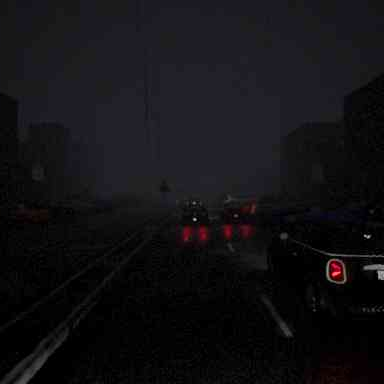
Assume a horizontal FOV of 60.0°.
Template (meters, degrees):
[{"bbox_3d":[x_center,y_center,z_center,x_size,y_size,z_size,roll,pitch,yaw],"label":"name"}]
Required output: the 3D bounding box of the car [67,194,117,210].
[{"bbox_3d":[-12.409,1.265,39.835,5.566,2.045,2.435,0,0,0],"label":"car"}]

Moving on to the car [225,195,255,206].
[{"bbox_3d":[7.897,1.440,55.105,4.553,1.767,2.185,0,0,0],"label":"car"}]

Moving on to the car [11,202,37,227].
[{"bbox_3d":[-12.535,1.517,20.388,4.792,1.488,2.163,0,0,0],"label":"car"}]

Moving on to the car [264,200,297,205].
[{"bbox_3d":[7.727,1.501,22.135,5.008,1.535,2.097,0,0,0],"label":"car"}]

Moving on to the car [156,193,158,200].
[{"bbox_3d":[-12.202,1.556,87.083,4.892,1.521,2.231,0,0,0],"label":"car"}]

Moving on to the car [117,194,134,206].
[{"bbox_3d":[-12.364,1.530,53.733,4.892,1.521,2.231,0,0,0],"label":"car"}]

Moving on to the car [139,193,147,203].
[{"bbox_3d":[-12.131,1.530,64.850,5.366,1.575,1.946,0,0,0],"label":"car"}]

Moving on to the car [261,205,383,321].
[{"bbox_3d":[3.131,1.350,7.447,2.097,1.767,4.553,0,0,0],"label":"car"}]

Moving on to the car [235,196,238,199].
[{"bbox_3d":[7.770,1.576,38.681,4.792,1.488,2.163,0,0,0],"label":"car"}]

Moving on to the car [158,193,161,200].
[{"bbox_3d":[-12.153,1.319,92.642,5.566,2.045,2.435,0,0,0],"label":"car"}]

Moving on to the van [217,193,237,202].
[{"bbox_3d":[8.073,1.338,77.290,4.442,1.987,1.878,0,0,0],"label":"van"}]

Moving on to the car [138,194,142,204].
[{"bbox_3d":[-12.332,1.573,62.071,4.674,1.452,2.002,0,0,0],"label":"car"}]

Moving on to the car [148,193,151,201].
[{"bbox_3d":[-12.271,1.535,73.191,5.008,1.535,2.097,0,0,0],"label":"car"}]

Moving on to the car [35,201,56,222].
[{"bbox_3d":[-12.727,1.489,23.169,5.366,1.575,1.946,0,0,0],"label":"car"}]

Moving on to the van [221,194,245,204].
[{"bbox_3d":[7.784,1.339,63.503,4.442,1.987,1.878,0,0,0],"label":"van"}]

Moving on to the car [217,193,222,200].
[{"bbox_3d":[7.917,1.314,60.744,5.566,2.045,2.435,0,0,0],"label":"car"}]

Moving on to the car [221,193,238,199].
[{"bbox_3d":[7.884,1.313,52.470,5.566,2.045,2.435,0,0,0],"label":"car"}]

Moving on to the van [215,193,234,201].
[{"bbox_3d":[8.095,1.344,82.803,4.442,1.987,1.878,0,0,0],"label":"van"}]

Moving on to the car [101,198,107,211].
[{"bbox_3d":[-12.444,1.514,37.056,4.892,1.521,2.231,0,0,0],"label":"car"}]

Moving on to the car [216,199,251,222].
[{"bbox_3d":[3.211,1.560,26.729,1.812,1.442,4.674,0,0,0],"label":"car"}]

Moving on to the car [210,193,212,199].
[{"bbox_3d":[8.018,1.322,85.562,5.566,2.045,2.435,0,0,0],"label":"car"}]

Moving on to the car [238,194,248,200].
[{"bbox_3d":[7.749,1.281,33.166,5.566,2.045,2.435,0,0,0],"label":"car"}]

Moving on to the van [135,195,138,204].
[{"bbox_3d":[-12.460,1.306,59.293,4.442,1.987,1.878,0,0,0],"label":"van"}]

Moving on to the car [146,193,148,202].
[{"bbox_3d":[-12.321,1.408,70.409,4.553,1.767,2.185,0,0,0],"label":"car"}]

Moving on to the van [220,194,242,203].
[{"bbox_3d":[8.039,1.336,69.017,4.442,1.987,1.878,0,0,0],"label":"van"}]

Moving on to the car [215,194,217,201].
[{"bbox_3d":[7.931,1.602,71.775,4.674,1.452,2.002,0,0,0],"label":"car"}]

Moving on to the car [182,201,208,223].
[{"bbox_3d":[0.207,1.631,25.509,1.895,1.301,4.718,0,0,0],"label":"car"}]

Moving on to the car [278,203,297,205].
[{"bbox_3d":[7.724,1.533,19.377,4.674,1.452,2.002,0,0,0],"label":"car"}]

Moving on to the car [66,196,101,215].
[{"bbox_3d":[-12.470,1.509,34.276,5.008,1.535,2.097,0,0,0],"label":"car"}]

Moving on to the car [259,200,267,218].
[{"bbox_3d":[7.741,1.548,24.892,4.674,1.452,2.002,0,0,0],"label":"car"}]

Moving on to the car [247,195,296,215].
[{"bbox_3d":[7.735,1.400,30.408,4.553,1.767,2.185,0,0,0],"label":"car"}]

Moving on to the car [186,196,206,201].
[{"bbox_3d":[0.274,1.423,41.951,2.097,1.767,4.553,0,0,0],"label":"car"}]

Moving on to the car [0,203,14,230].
[{"bbox_3d":[-12.557,1.514,17.610,4.792,1.488,2.163,0,0,0],"label":"car"}]

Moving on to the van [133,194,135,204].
[{"bbox_3d":[-12.474,1.304,56.513,4.442,1.987,1.878,0,0,0],"label":"van"}]

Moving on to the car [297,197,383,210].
[{"bbox_3d":[7.670,1.232,13.864,5.566,2.045,2.435,0,0,0],"label":"car"}]

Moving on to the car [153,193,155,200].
[{"bbox_3d":[-12.204,1.418,81.526,4.553,1.767,2.185,0,0,0],"label":"car"}]

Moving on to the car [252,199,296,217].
[{"bbox_3d":[7.753,1.557,27.780,4.674,1.452,2.002,0,0,0],"label":"car"}]

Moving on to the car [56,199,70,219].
[{"bbox_3d":[-12.549,1.526,25.946,4.792,1.488,2.163,0,0,0],"label":"car"}]

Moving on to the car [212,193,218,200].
[{"bbox_3d":[7.760,1.560,74.533,5.366,1.575,1.946,0,0,0],"label":"car"}]

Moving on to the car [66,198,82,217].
[{"bbox_3d":[-12.504,1.500,28.601,5.008,1.535,2.097,0,0,0],"label":"car"}]
